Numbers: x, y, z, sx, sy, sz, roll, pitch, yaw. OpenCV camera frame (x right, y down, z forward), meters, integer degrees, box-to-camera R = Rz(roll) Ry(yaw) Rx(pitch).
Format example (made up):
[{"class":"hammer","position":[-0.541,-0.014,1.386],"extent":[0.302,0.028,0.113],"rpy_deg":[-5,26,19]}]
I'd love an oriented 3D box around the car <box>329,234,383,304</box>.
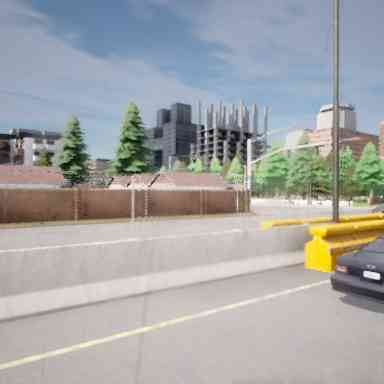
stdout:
[{"class":"car","position":[5.336,1.580,7.551],"extent":[5.357,1.411,2.033],"rpy_deg":[0,0,-35]}]
